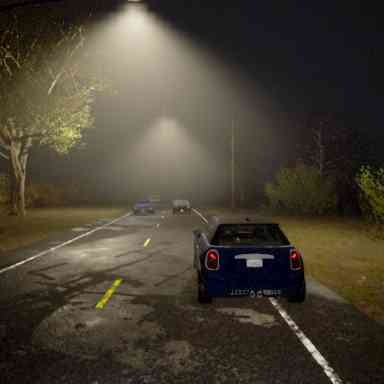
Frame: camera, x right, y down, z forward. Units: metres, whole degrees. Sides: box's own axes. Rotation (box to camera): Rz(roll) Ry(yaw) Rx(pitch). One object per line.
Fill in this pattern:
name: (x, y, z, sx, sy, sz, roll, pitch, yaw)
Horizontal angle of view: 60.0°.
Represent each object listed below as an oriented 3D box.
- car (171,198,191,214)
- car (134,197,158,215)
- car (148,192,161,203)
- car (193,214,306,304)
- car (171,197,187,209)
car: (-1.109, 1.546, 35.070, 1.895, 1.301, 4.718, 0, 0, -3)
car: (-4.666, 1.478, 32.937, 1.812, 1.442, 4.674, 0, 0, -3)
car: (-6.994, 1.085, 62.566, 2.150, 2.045, 5.566, 0, 0, -6)
car: (1.129, 1.346, 8.337, 2.097, 1.767, 4.553, 0, 0, -1)
car: (-1.843, 1.484, 45.335, 1.994, 1.385, 4.181, 0, 0, -5)
